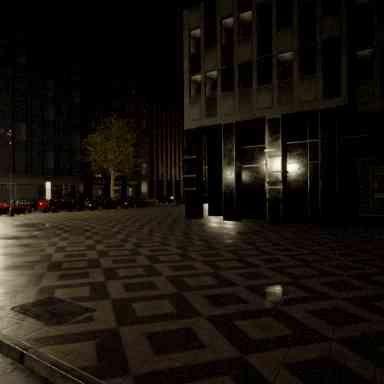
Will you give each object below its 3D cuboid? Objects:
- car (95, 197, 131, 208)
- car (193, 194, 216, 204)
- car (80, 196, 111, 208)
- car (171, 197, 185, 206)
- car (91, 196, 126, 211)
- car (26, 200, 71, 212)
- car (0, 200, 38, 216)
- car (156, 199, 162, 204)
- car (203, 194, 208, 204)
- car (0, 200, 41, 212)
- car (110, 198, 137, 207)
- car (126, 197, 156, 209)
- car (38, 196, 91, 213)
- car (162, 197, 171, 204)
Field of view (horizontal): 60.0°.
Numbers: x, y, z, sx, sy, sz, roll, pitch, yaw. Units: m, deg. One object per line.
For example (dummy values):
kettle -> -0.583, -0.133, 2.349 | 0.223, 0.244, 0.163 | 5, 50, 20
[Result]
car -> -11.480, 1.502, 48.519 | 2.128, 1.511, 4.902 | -1, 0, 35
car -> 2.424, 1.285, 62.996 | 2.097, 1.767, 4.553 | -1, 0, 35
car -> -14.301, 1.486, 49.306 | 1.967, 1.590, 4.097 | -1, 0, 35
car -> -0.872, 1.464, 53.714 | 1.887, 1.381, 4.507 | -1, 0, 35
car -> -10.509, 1.526, 39.812 | 1.947, 1.339, 4.313 | -1, 0, 35
car -> -17.233, 1.640, 40.246 | 1.895, 1.301, 4.718 | -1, 0, 35
car -> -16.934, 1.577, 30.543 | 1.802, 1.307, 4.206 | -1, 0, 35
car -> -7.971, 1.546, 58.435 | 1.752, 1.417, 4.829 | -1, 0, 35
car -> 2.339, 1.224, 58.349 | 2.192, 1.841, 5.009 | -1, 0, 35
car -> -20.725, 1.644, 40.038 | 1.947, 1.339, 4.313 | -1, 0, 35
car -> -11.086, 1.614, 53.941 | 1.802, 1.307, 4.206 | -1, 0, 35
car -> -7.297, 1.510, 44.445 | 1.947, 1.339, 4.313 | -1, 0, 35
car -> -13.724, 1.291, 35.179 | 2.192, 1.841, 5.009 | -1, 0, 35
car -> -4.660, 1.576, 63.211 | 1.947, 1.339, 4.313 | -1, 0, 35
